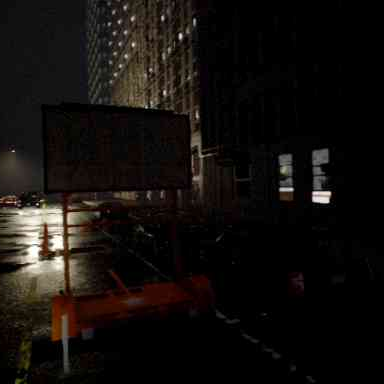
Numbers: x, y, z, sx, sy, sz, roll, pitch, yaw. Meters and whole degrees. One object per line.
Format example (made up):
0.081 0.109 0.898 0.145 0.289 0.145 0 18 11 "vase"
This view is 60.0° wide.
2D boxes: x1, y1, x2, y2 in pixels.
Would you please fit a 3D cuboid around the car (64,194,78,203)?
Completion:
-21.294 1.085 58.350 2.008 1.369 4.403 -2 1 -24 "car"

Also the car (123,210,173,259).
-0.906 1.357 11.781 2.008 1.369 4.403 -2 1 -24 "car"

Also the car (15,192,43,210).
-19.690 1.018 40.368 2.150 2.045 5.566 -2 1 -23 "car"

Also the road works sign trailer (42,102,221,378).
-1.194 0.384 5.656 2.380 3.560 2.880 -2 1 -24 "road works sign trailer"

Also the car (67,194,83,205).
-16.763 1.137 48.001 1.887 1.381 4.507 -2 1 -24 "car"

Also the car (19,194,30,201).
-38.029 1.228 75.690 2.008 1.369 4.403 -2 1 -24 "car"

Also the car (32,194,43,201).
-34.729 1.170 74.873 1.994 1.385 4.181 -2 1 -23 "car"

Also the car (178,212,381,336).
1.358 1.279 6.605 1.967 1.590 4.097 -2 1 -24 "car"

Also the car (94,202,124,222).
-5.436 1.308 22.130 1.947 1.339 4.313 -2 1 -24 "car"

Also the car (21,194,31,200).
-40.293 1.201 80.864 2.008 1.369 4.403 -2 1 -24 "car"

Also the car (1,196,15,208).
-24.439 1.284 44.641 1.967 1.590 4.097 -2 1 -24 "car"

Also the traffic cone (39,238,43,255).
-5.132 1.872 11.583 0.340 0.580 0.340 -2 1 -24 "traffic cone"

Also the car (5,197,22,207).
-26.701 1.397 49.818 1.802 1.307 4.206 -2 1 -24 "car"
